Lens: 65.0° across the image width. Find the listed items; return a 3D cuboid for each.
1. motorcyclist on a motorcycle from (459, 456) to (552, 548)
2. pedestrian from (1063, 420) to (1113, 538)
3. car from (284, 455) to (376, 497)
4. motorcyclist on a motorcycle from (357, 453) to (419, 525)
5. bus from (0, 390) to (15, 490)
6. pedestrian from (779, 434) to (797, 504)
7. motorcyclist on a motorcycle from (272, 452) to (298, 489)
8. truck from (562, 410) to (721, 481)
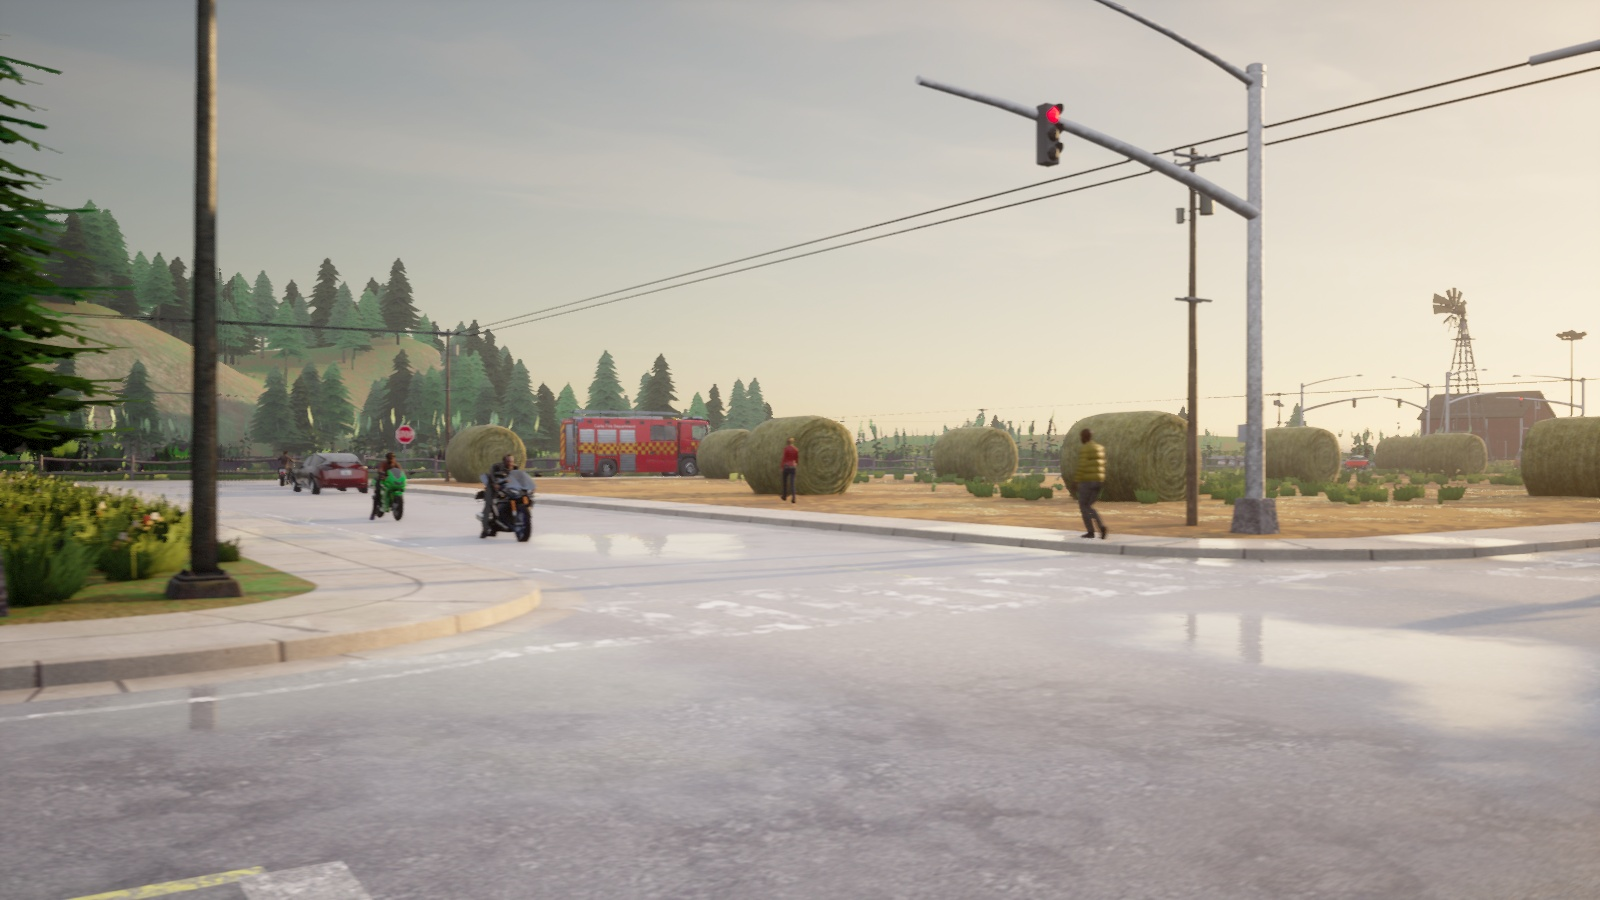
[{"bbox_3d":[-5.175,0.871,21.977,0.866,1.530,2.191,0,0,-34],"label":"motorcyclist on a motorcycle"},{"bbox_3d":[4.556,0.456,19.893,0.370,1.835,0.726,0,0,-29],"label":"pedestrian"},{"bbox_3d":[-17.521,0.922,46.695,2.163,1.488,4.792,0,0,-34],"label":"car"},{"bbox_3d":[-9.184,0.841,27.962,0.797,1.523,2.044,0,0,-34],"label":"motorcyclist on a motorcycle"},{"bbox_3d":[-39.103,-0.428,52.771,10.273,4.253,3.944,0,0,-31],"label":"bus"},{"bbox_3d":[-0.324,0.491,33.529,0.331,1.846,0.636,0,0,-16],"label":"pedestrian"},{"bbox_3d":[-23.211,0.906,56.586,0.766,1.649,2.350,1,0,-15],"label":"motorcyclist on a motorcycle"},{"bbox_3d":[-8.901,-0.237,70.940,8.468,3.827,2.891,0,0,-31],"label":"truck"}]
